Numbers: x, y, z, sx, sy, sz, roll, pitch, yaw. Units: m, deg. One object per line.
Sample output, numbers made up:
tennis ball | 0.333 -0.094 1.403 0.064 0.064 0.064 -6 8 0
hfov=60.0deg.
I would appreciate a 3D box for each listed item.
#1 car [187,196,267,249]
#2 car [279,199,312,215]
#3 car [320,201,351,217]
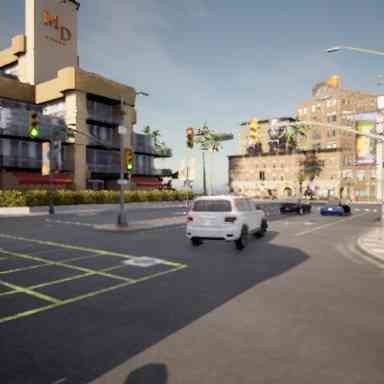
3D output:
car | 1.695 1.174 14.652 2.150 2.045 5.566 -1 0 24
car | 10.125 1.379 32.308 1.882 1.535 5.008 0 0 36
car | 13.241 1.474 30.609 1.994 1.385 4.181 0 0 36
